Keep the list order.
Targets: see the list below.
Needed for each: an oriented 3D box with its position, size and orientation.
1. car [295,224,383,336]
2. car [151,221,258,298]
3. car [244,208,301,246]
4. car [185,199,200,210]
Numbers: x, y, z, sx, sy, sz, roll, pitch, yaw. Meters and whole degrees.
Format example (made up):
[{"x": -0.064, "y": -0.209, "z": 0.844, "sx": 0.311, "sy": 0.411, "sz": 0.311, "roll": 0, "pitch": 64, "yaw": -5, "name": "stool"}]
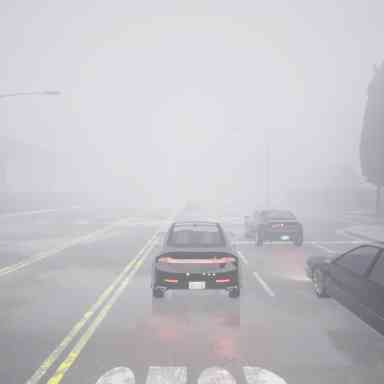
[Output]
[{"x": 3.592, "y": 1.547, "z": 5.452, "sx": 2.033, "sy": 1.411, "sz": 5.357, "roll": 0, "pitch": 0, "yaw": 0, "name": "car"}, {"x": 0.087, "y": 1.492, "z": 8.500, "sx": 2.128, "sy": 1.511, "sz": 4.902, "roll": 0, "pitch": 0, "yaw": 0, "name": "car"}, {"x": 3.576, "y": 1.505, "z": 15.199, "sx": 1.837, "sy": 1.490, "sz": 4.892, "roll": 0, "pitch": 0, "yaw": 0, "name": "car"}, {"x": 0.032, "y": 1.601, "z": 42.738, "sx": 1.895, "sy": 1.301, "sz": 4.718, "roll": 0, "pitch": 0, "yaw": 0, "name": "car"}]
